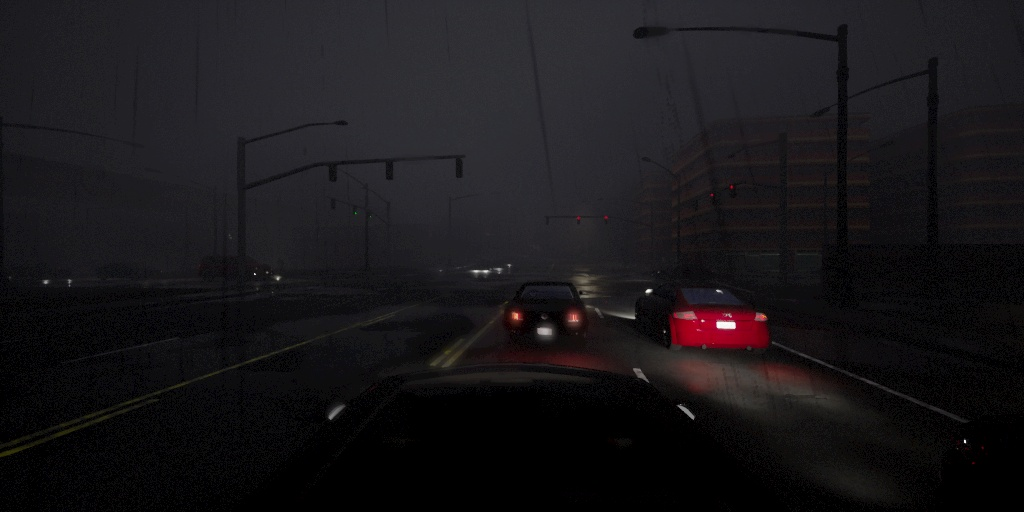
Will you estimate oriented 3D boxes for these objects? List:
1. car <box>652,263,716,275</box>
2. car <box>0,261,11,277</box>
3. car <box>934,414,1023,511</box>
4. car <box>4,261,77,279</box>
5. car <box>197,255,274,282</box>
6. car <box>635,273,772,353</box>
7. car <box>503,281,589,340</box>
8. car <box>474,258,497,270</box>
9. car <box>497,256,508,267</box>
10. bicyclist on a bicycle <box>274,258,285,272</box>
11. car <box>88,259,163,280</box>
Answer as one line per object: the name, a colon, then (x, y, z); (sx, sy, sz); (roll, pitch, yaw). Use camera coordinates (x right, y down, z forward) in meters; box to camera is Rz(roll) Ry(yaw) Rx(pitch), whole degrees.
car: (13.661, 1.263, 28.665); (4.674, 1.442, 1.812); (1, 0, 7)
car: (-51.086, 1.276, 35.417); (4.674, 1.442, 1.812); (0, 0, 35)
car: (3.640, 1.242, 0.248); (2.128, 1.511, 4.902); (0, 0, 1)
car: (-41.781, 1.351, 31.718); (4.718, 1.301, 1.895); (0, 0, 12)
car: (-22.449, 0.971, 29.178); (5.566, 2.045, 2.150); (0, 0, 7)
car: (4.421, 1.314, 8.959); (1.994, 1.385, 4.181); (0, 0, 7)
car: (1.019, 1.351, 9.967); (1.895, 1.301, 4.718); (0, 0, 8)
car: (-3.767, 1.176, 48.768); (1.994, 1.385, 4.181); (0, 1, 8)
car: (-2.398, 1.064, 58.619); (1.895, 1.301, 4.718); (0, 1, 8)
bicyclist on a bicycle: (-26.326, 1.053, 40.697); (0.582, 1.620, 1.656); (0, 0, 7)
car: (-32.377, 1.228, 30.372); (5.008, 1.535, 1.882); (0, 0, 7)
